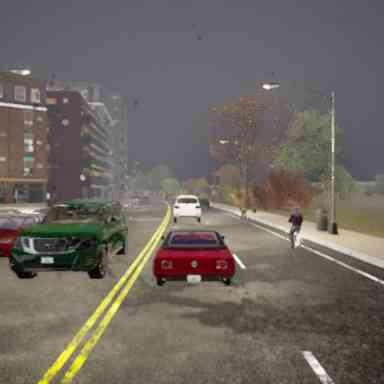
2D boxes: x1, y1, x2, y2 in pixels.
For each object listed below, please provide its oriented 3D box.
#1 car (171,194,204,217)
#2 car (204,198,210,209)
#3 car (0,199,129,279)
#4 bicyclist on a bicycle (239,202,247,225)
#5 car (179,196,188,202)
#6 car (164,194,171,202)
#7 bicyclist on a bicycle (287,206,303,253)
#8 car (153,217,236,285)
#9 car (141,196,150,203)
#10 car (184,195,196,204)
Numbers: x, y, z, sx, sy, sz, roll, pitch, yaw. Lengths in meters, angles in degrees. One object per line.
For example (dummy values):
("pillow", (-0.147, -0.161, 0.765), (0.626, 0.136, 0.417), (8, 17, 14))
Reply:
("car", (-0.455, 1.345, 28.044), (2.150, 2.045, 5.566), (0, 0, -2))
("car", (1.572, 1.720, 50.016), (1.837, 1.490, 4.892), (0, 0, -4))
("car", (-3.431, 1.272, 10.555), (2.150, 2.045, 5.566), (0, 0, -1))
("bicyclist on a bicycle", (3.730, 1.560, 24.152), (0.582, 1.620, 1.656), (0, -1, -2))
("car", (-2.360, 1.830, 88.921), (1.882, 1.535, 5.008), (0, 0, -7))
("car", (-5.588, 1.879, 88.539), (2.128, 1.511, 4.902), (0, 0, -7))
("bicyclist on a bicycle", (4.015, 1.431, 13.079), (0.659, 1.776, 1.843), (0, 0, -1))
("car", (0.026, 1.646, 9.601), (1.895, 1.301, 4.718), (0, 0, -1))
("car", (-11.081, 1.685, 79.883), (2.097, 1.767, 4.553), (0, 0, -7))
("car", (-0.449, 1.653, 72.371), (2.097, 1.767, 4.553), (0, 0, -6))
